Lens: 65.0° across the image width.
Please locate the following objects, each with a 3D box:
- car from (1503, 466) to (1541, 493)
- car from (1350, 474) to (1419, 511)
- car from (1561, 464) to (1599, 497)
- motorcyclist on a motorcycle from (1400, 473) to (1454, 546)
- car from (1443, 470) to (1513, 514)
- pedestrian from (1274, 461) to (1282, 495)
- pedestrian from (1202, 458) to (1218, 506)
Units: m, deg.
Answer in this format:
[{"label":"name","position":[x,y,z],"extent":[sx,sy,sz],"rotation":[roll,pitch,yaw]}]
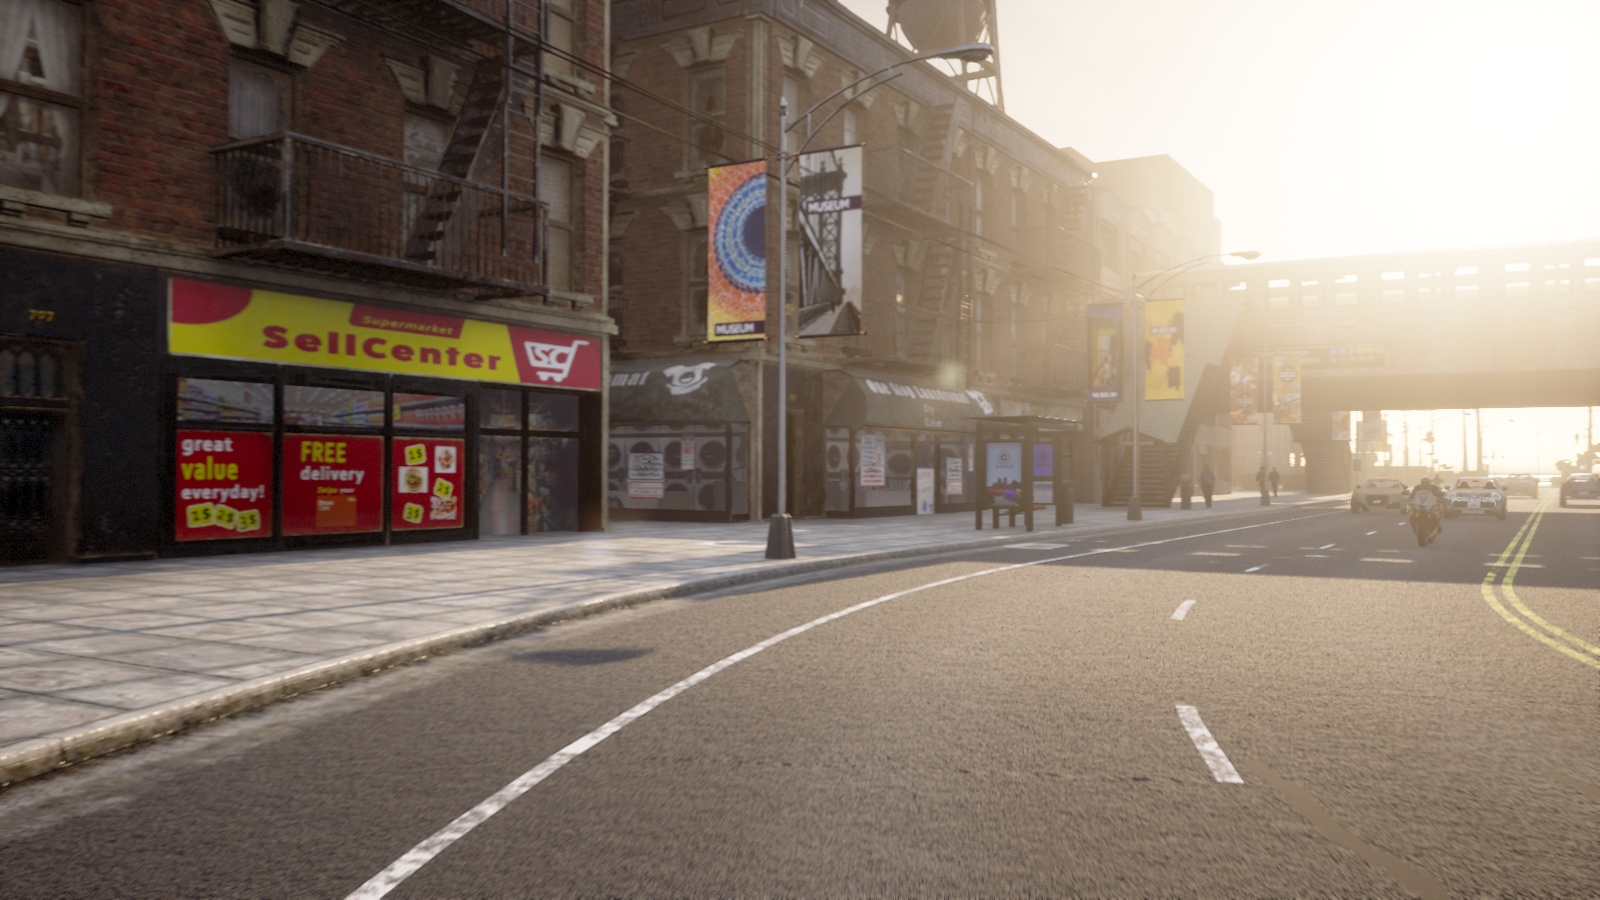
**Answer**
[{"label":"car","position":[48.859,1.958,84.943],"extent":[2.097,1.767,4.553],"rotation":[-1,-1,31]},{"label":"car","position":[23.273,1.649,49.919],"extent":[1.994,1.385,4.181],"rotation":[-1,-1,31]},{"label":"car","position":[40.415,1.560,64.501],"extent":[2.152,1.651,5.027],"rotation":[-1,-1,32]},{"label":"motorcyclist on a motorcycle","position":[13.822,1.274,27.662],"extent":[0.866,1.530,2.191],"rotation":[-1,-1,31]},{"label":"car","position":[23.898,1.453,44.217],"extent":[1.970,1.475,3.806],"rotation":[-1,-1,31]},{"label":"pedestrian","position":[27.911,1.621,73.326],"extent":[0.423,1.949,0.788],"rotation":[-1,-1,22]},{"label":"pedestrian","position":[16.177,1.255,49.512],"extent":[0.540,1.848,0.694],"rotation":[-1,-1,22]}]
